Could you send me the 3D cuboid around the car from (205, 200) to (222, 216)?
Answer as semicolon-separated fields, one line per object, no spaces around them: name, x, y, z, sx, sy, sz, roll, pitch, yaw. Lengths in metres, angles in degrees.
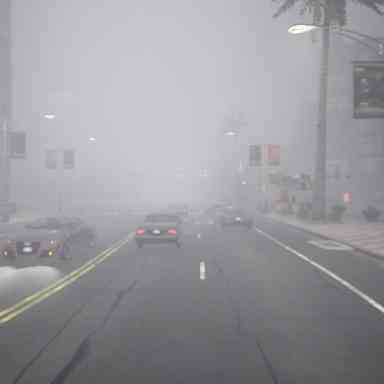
car;2.385;1.548;33.370;1.812;1.442;4.674;0;0;0

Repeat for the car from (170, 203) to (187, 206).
car;-1.190;1.640;29.652;1.895;1.301;4.718;0;0;0

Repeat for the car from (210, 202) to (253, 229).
car;2.609;1.573;21.854;1.994;1.385;4.181;0;0;-5

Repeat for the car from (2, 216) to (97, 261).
car;-5.044;1.607;12.361;1.994;1.385;4.181;0;0;2

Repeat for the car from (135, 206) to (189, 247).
car;-1.312;1.572;15.192;2.033;1.411;5.357;0;0;1
